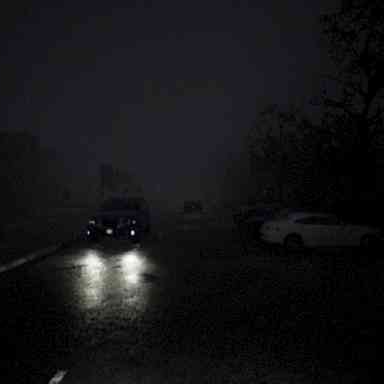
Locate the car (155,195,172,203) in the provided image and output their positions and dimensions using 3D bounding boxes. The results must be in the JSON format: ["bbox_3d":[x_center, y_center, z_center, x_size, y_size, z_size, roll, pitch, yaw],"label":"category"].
[{"bbox_3d":[-7.578,1.684,71.828,5.366,1.575,1.946,0,-1,-1],"label":"car"}]

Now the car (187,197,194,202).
[{"bbox_3d":[-0.415,2.108,90.906,1.837,1.490,4.892,0,-2,2],"label":"car"}]

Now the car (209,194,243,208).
[{"bbox_3d":[5.109,1.392,47.328,4.553,1.767,2.185,0,0,0],"label":"car"}]

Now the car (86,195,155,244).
[{"bbox_3d":[-3.333,1.232,16.239,2.150,2.045,5.566,0,0,0],"label":"car"}]

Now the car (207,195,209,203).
[{"bbox_3d":[5.036,1.562,50.498,4.674,1.452,2.002,0,0,0],"label":"car"}]

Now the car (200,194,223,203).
[{"bbox_3d":[4.753,1.672,82.466,5.566,2.045,2.435,0,-2,-1],"label":"car"}]

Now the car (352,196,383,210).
[{"bbox_3d":[21.683,1.321,38.830,5.008,1.535,1.882,-1,-3,-1],"label":"car"}]

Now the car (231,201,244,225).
[{"bbox_3d":[5.077,1.497,19.716,4.892,1.521,2.231,0,0,0],"label":"car"}]

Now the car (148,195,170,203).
[{"bbox_3d":[-7.388,1.614,74.750,4.553,1.767,2.185,0,-1,-1],"label":"car"}]

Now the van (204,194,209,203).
[{"bbox_3d":[4.764,1.456,71.294,4.442,1.987,1.878,0,-1,-1],"label":"van"}]

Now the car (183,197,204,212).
[{"bbox_3d":[0.073,1.460,37.133,1.882,1.535,5.008,-1,-2,0],"label":"car"}]

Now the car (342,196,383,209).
[{"bbox_3d":[18.612,1.233,35.609,4.892,1.490,1.837,-1,-3,-1],"label":"car"}]

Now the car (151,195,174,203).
[{"bbox_3d":[-7.480,1.711,83.979,5.566,2.045,2.435,0,-2,-1],"label":"car"}]

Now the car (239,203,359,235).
[{"bbox_3d":[5.089,1.493,16.443,5.008,1.535,2.097,0,0,0],"label":"car"}]

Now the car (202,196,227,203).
[{"bbox_3d":[5.041,1.729,74.086,5.366,1.575,1.946,0,-1,0],"label":"car"}]

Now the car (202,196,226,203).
[{"bbox_3d":[5.018,1.783,76.747,5.366,1.575,1.946,0,-1,-1],"label":"car"}]

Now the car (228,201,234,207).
[{"bbox_3d":[5.079,1.539,22.992,4.674,1.452,2.002,0,0,0],"label":"car"}]

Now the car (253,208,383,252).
[{"bbox_3d":[5.081,1.531,13.294,4.674,1.452,2.002,0,0,0],"label":"car"}]

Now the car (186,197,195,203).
[{"bbox_3d":[-0.301,1.924,80.869,2.128,1.511,4.902,0,-2,-1],"label":"car"}]

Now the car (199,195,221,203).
[{"bbox_3d":[4.679,1.836,87.926,5.566,2.045,2.435,0,-2,-1],"label":"car"}]
